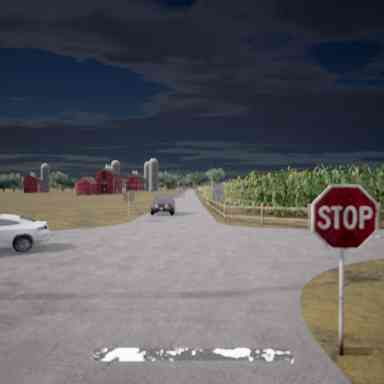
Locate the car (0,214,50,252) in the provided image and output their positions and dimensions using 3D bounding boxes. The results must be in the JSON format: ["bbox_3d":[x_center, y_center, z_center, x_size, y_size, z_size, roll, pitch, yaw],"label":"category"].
[{"bbox_3d":[-8.115,1.625,13.056,4.674,1.442,1.812,-1,1,-29],"label":"car"}]

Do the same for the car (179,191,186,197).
[{"bbox_3d":[-2.826,0.837,95.399,2.150,2.045,5.566,0,0,0],"label":"car"}]

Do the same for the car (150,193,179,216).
[{"bbox_3d":[-2.778,1.203,32.812,2.150,2.045,5.566,0,0,0],"label":"car"}]
